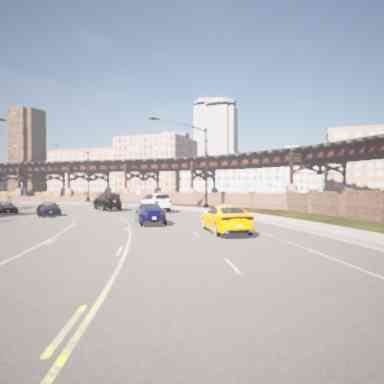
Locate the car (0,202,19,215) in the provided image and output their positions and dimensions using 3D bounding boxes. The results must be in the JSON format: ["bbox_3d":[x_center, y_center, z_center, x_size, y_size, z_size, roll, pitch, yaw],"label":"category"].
[{"bbox_3d":[-19.829,1.735,35.543,1.994,1.385,4.181,-1,0,-35],"label":"car"}]

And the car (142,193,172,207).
[{"bbox_3d":[-4.101,1.163,36.677,2.150,2.045,5.566,-1,0,-26],"label":"car"}]

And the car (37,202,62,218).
[{"bbox_3d":[-13.695,1.645,31.914,1.994,1.385,4.181,-1,0,-27],"label":"car"}]

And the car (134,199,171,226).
[{"bbox_3d":[-2.985,1.504,23.462,1.812,1.442,4.674,0,0,-15],"label":"car"}]

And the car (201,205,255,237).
[{"bbox_3d":[1.799,1.432,18.023,1.882,1.535,5.008,0,0,-10],"label":"car"}]

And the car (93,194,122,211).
[{"bbox_3d":[-10.407,1.226,40.723,2.150,2.045,5.566,-1,0,-32],"label":"car"}]
